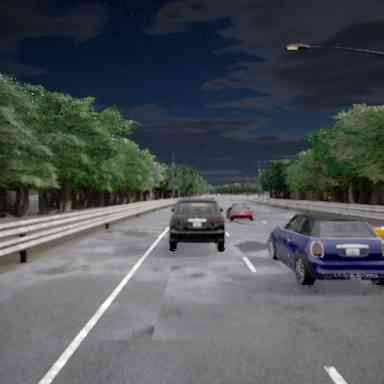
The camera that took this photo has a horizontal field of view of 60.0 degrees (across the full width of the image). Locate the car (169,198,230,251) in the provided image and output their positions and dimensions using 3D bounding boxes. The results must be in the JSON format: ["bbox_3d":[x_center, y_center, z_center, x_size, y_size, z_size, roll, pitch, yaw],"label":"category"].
[{"bbox_3d":[0.222,1.265,14.526,2.150,2.045,5.566,0,0,1],"label":"car"}]

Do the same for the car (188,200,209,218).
[{"bbox_3d":[0.674,1.610,33.068,1.882,1.535,5.008,0,0,2],"label":"car"}]

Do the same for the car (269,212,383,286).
[{"bbox_3d":[3.667,1.380,9.663,2.097,1.767,4.553,0,0,1],"label":"car"}]

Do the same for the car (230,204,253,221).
[{"bbox_3d":[4.037,1.673,28.565,1.994,1.385,4.181,0,0,2],"label":"car"}]
